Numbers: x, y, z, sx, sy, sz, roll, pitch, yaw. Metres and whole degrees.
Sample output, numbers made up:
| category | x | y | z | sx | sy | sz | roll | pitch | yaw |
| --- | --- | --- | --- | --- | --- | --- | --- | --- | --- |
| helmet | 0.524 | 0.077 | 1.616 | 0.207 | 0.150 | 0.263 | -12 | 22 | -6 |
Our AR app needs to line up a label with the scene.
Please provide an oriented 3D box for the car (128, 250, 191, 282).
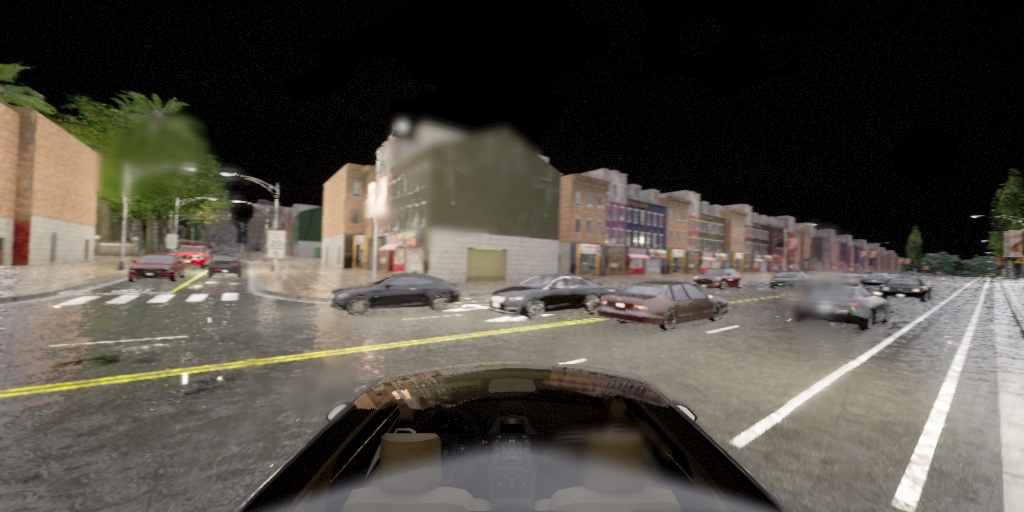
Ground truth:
| category | x | y | z | sx | sy | sz | roll | pitch | yaw |
| --- | --- | --- | --- | --- | --- | --- | --- | --- | --- |
| car | -20.384 | 0.621 | 20.762 | 1.882 | 1.535 | 5.008 | 2 | 0 | -36 |

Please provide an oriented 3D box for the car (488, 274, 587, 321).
| category | x | y | z | sx | sy | sz | roll | pitch | yaw |
| --- | --- | --- | --- | --- | --- | --- | --- | --- | --- |
| car | 1.438 | 1.425 | 13.446 | 4.902 | 1.511 | 2.128 | 2 | -1 | -37 |

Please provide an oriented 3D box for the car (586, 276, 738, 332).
| category | x | y | z | sx | sy | sz | roll | pitch | yaw |
| --- | --- | --- | --- | --- | --- | --- | --- | --- | --- |
| car | 5.140 | 1.528 | 11.907 | 5.357 | 1.411 | 2.033 | 2 | -1 | -37 |

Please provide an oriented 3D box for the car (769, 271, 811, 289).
| category | x | y | z | sx | sy | sz | roll | pitch | yaw |
| --- | --- | --- | --- | --- | --- | --- | --- | --- | --- |
| car | 22.899 | 2.005 | 29.411 | 4.892 | 1.490 | 1.837 | 2 | -1 | -36 |

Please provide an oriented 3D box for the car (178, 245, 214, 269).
| category | x | y | z | sx | sy | sz | roll | pitch | yaw |
| --- | --- | --- | --- | --- | --- | --- | --- | --- | --- |
| car | -28.787 | 0.038 | 32.327 | 2.150 | 2.045 | 5.566 | 2 | 0 | -36 |

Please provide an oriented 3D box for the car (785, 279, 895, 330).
| category | x | y | z | sx | sy | sz | roll | pitch | yaw |
| --- | --- | --- | --- | --- | --- | --- | --- | --- | --- |
| car | 11.739 | 1.674 | 12.768 | 4.181 | 1.385 | 1.994 | 2 | -1 | -37 |

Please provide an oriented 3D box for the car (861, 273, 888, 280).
| category | x | y | z | sx | sy | sz | roll | pitch | yaw |
| --- | --- | --- | --- | --- | --- | --- | --- | --- | --- |
| car | 34.578 | 2.276 | 33.838 | 4.181 | 1.385 | 1.994 | 1 | -1 | -37 |

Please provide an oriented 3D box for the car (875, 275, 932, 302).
| category | x | y | z | sx | sy | sz | roll | pitch | yaw |
| --- | --- | --- | --- | --- | --- | --- | --- | --- | --- |
| car | 24.579 | 2.046 | 22.336 | 4.718 | 1.301 | 1.895 | 1 | -1 | -37 |

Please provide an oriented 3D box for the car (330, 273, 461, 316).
| category | x | y | z | sx | sy | sz | roll | pitch | yaw |
| --- | --- | --- | --- | --- | --- | --- | --- | --- | --- |
| car | -4.269 | 1.358 | 13.603 | 4.674 | 1.442 | 1.812 | 2 | -1 | -29 |

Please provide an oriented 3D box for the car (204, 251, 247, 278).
| category | x | y | z | sx | sy | sz | roll | pitch | yaw |
| --- | --- | --- | --- | --- | --- | --- | --- | --- | --- |
| car | -20.029 | 0.674 | 25.247 | 1.837 | 1.490 | 4.892 | 2 | 0 | -36 |

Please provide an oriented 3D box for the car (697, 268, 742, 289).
| category | x | y | z | sx | sy | sz | roll | pitch | yaw |
| --- | --- | --- | --- | --- | --- | --- | --- | --- | --- |
| car | 16.480 | 1.744 | 28.698 | 4.553 | 1.767 | 2.097 | 1 | -1 | -37 |
